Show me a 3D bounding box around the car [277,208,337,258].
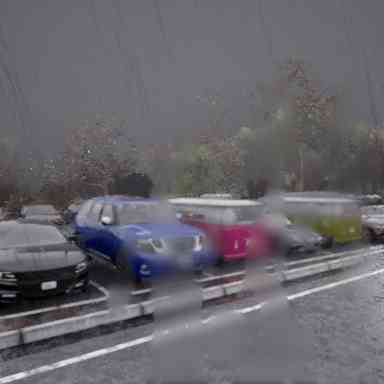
[{"bbox_3d":[2.845,1.506,13.051,2.002,1.452,4.674,0,0,-35],"label":"car"}]

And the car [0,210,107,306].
[{"bbox_3d":[-4.069,1.443,8.147,2.097,1.535,5.008,0,0,-35],"label":"car"}]

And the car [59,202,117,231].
[{"bbox_3d":[-6.858,1.486,21.547,2.163,1.488,4.792,0,0,-35],"label":"car"}]

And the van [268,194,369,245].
[{"bbox_3d":[4.986,1.243,14.711,1.878,1.987,4.442,0,0,-35],"label":"van"}]

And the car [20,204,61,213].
[{"bbox_3d":[-9.161,1.479,19.913,2.163,1.488,4.792,0,0,-35],"label":"car"}]

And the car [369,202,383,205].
[{"bbox_3d":[9.779,1.454,17.967,2.002,1.452,4.674,-1,1,-35],"label":"car"}]

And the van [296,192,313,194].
[{"bbox_3d":[9.293,1.060,33.184,1.878,1.987,4.442,-1,1,-35],"label":"van"}]

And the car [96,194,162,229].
[{"bbox_3d":[-4.556,1.212,23.182,2.435,2.045,5.566,0,0,-35],"label":"car"}]

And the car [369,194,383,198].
[{"bbox_3d":[14.365,1.204,21.264,2.185,1.767,4.553,-1,1,-35],"label":"car"}]

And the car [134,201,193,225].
[{"bbox_3d":[-2.257,1.467,24.841,2.097,1.535,5.008,0,0,-35],"label":"car"}]

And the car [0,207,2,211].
[{"bbox_3d":[-11.383,1.443,18.381,2.231,1.521,4.892,0,0,-35],"label":"car"}]

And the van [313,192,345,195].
[{"bbox_3d":[13.902,0.975,36.451,1.878,1.987,4.442,-1,1,-35],"label":"van"}]

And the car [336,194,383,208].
[{"bbox_3d":[20.778,1.075,41.184,2.097,1.535,5.008,-1,1,-35],"label":"car"}]

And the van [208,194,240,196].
[{"bbox_3d":[2.521,1.188,28.090,1.878,1.987,4.442,-1,1,-35],"label":"van"}]

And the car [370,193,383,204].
[{"bbox_3d":[27.786,0.946,46.159,2.097,1.535,5.008,-1,1,-35],"label":"car"}]

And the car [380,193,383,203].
[{"bbox_3d":[30.088,0.904,47.793,2.097,1.535,5.008,-1,1,-35],"label":"car"}]

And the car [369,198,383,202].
[{"bbox_3d":[12.084,1.371,19.600,2.097,1.535,5.008,-1,1,-35],"label":"car"}]

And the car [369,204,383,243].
[{"bbox_3d":[7.465,1.492,16.330,2.002,1.452,4.674,-1,1,-35],"label":"car"}]

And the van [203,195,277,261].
[{"bbox_3d":[0.476,1.232,11.509,1.878,1.987,4.442,0,0,-35],"label":"van"}]

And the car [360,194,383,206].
[{"bbox_3d":[25.464,1.018,44.552,2.163,1.488,4.792,-1,1,-35],"label":"car"}]

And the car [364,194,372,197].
[{"bbox_3d":[18.453,0.992,39.578,2.185,1.767,4.553,-1,1,-35],"label":"car"}]

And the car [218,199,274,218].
[{"bbox_3d":[4.742,1.401,29.850,2.163,1.488,4.792,-1,1,-35],"label":"car"}]

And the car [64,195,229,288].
[{"bbox_3d":[-1.744,1.200,9.756,2.435,2.045,5.566,0,0,-35],"label":"car"}]
